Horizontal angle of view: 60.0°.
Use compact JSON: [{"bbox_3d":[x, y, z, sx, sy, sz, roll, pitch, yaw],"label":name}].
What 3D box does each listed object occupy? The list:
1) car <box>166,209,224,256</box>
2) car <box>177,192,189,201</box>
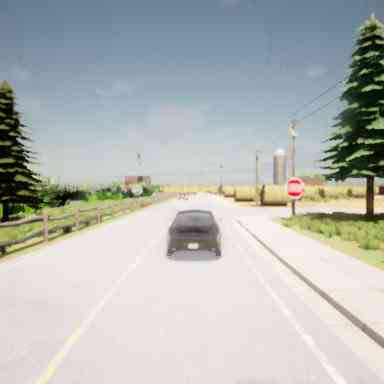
[{"bbox_3d":[0.130,1.398,12.631,1.837,1.490,4.892,0,0,2],"label":"car"},{"bbox_3d":[-1.810,0.833,66.339,2.097,1.767,4.553,0,0,2],"label":"car"}]
